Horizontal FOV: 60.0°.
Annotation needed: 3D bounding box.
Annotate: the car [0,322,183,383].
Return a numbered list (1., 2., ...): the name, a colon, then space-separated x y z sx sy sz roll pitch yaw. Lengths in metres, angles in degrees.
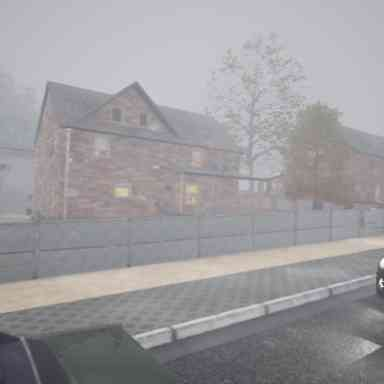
1. car: -2.239 1.570 1.588 4.718 1.301 1.895 1 0 -33

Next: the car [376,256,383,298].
1. car: 5.962 1.405 7.129 4.553 1.767 2.097 1 0 -34
